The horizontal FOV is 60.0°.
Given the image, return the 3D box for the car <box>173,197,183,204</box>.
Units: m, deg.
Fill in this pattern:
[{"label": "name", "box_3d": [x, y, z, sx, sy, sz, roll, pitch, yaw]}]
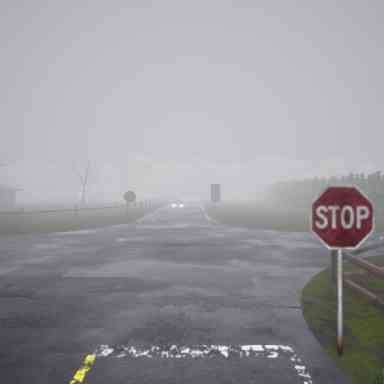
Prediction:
[{"label": "car", "box_3d": [-2.715, 1.656, 65.341, 1.895, 1.301, 4.718, 0, 0, 0]}]
